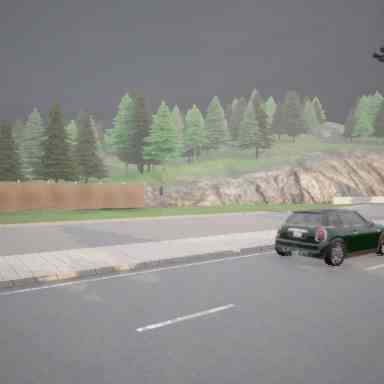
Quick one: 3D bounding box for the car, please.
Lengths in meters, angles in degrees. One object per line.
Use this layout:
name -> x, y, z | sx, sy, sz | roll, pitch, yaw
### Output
car -> 5.025, 1.352, 11.629 | 4.553, 1.767, 2.097 | 0, 0, -36
